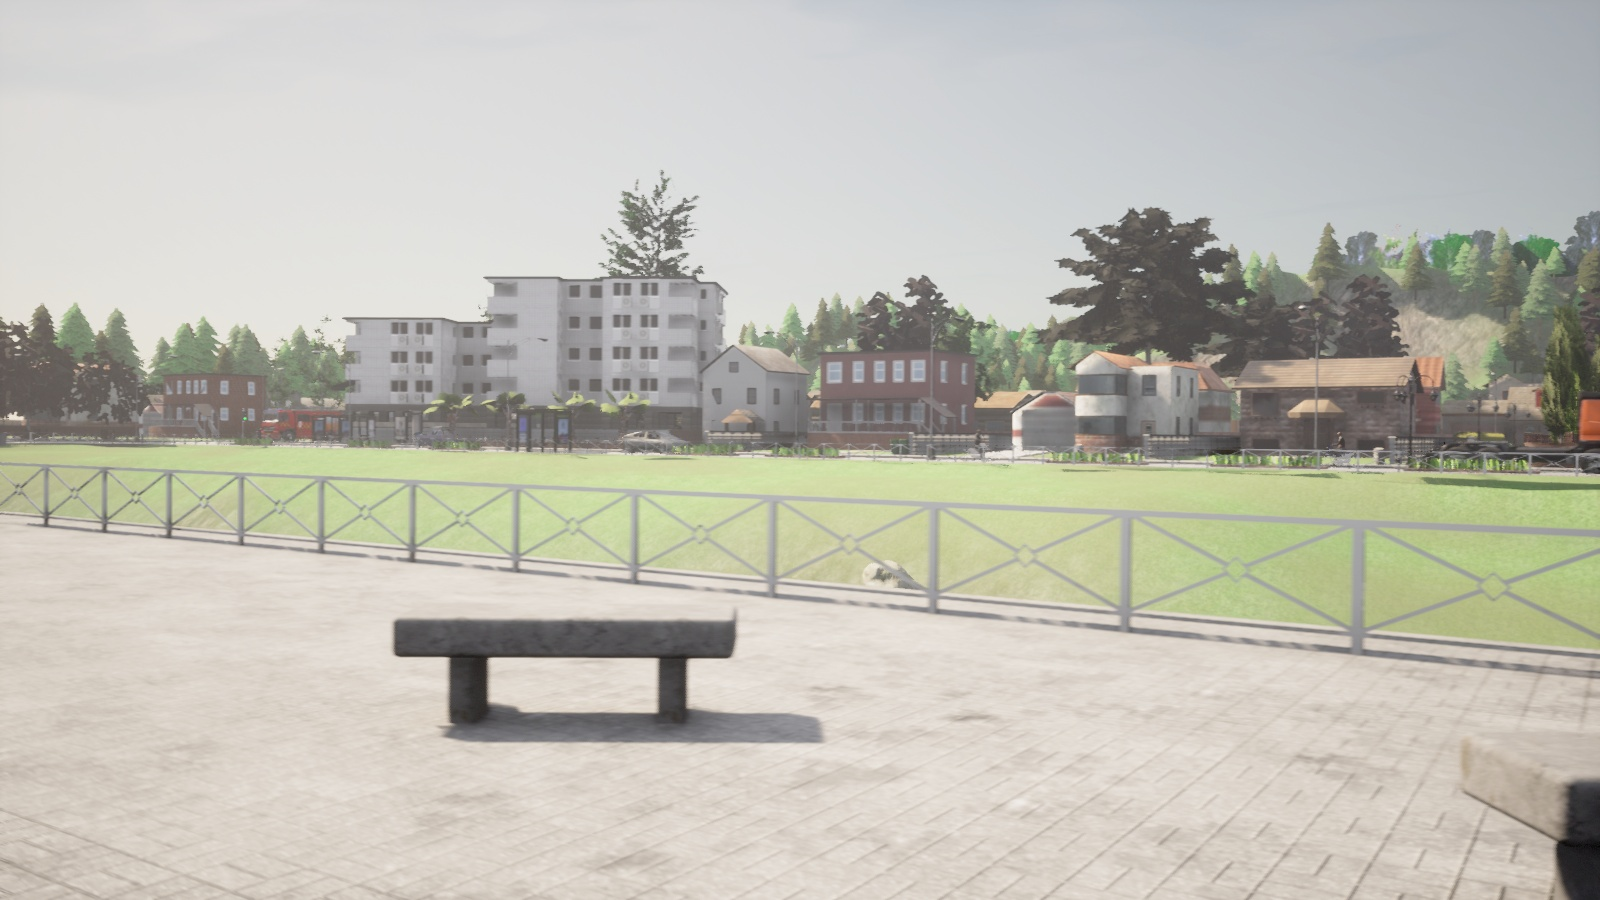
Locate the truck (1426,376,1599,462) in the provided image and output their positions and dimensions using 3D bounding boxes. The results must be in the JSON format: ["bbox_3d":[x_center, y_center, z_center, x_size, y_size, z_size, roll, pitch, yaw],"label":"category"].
[{"bbox_3d":[30.970,-1.253,52.878,7.936,3.462,2.891,0,1,34],"label":"truck"}]

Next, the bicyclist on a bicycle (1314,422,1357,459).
[{"bbox_3d":[25.999,-0.466,61.001,1.843,1.776,0.659,0,1,34],"label":"bicyclist on a bicycle"}]

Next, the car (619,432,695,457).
[{"bbox_3d":[-9.079,-0.325,79.517,4.514,1.525,2.007,0,1,34],"label":"car"}]
